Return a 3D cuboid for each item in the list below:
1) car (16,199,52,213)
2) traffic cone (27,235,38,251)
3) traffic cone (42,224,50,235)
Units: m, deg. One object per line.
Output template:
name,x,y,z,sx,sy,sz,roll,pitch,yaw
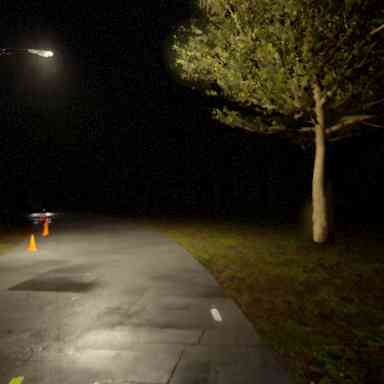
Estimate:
car,-17.183,1.507,35.980,5.357,1.411,2.033,0,0,42
traffic cone,-6.248,1.968,13.028,0.340,0.580,0.340,0,0,-15
traffic cone,-7.714,1.954,17.577,0.340,0.580,0.340,0,0,-20
